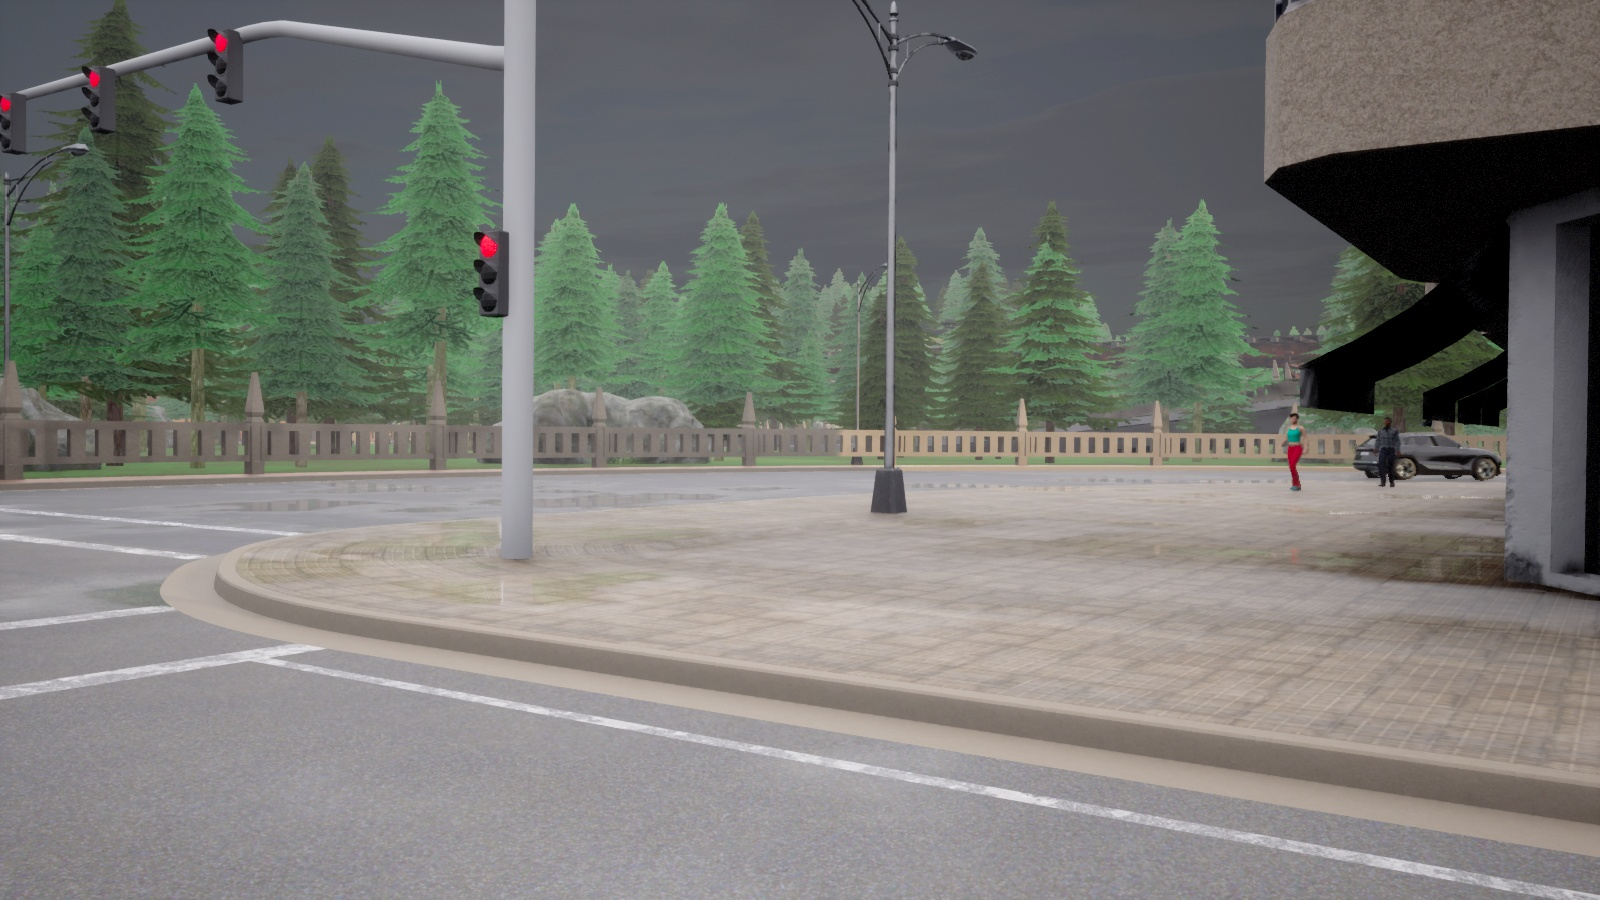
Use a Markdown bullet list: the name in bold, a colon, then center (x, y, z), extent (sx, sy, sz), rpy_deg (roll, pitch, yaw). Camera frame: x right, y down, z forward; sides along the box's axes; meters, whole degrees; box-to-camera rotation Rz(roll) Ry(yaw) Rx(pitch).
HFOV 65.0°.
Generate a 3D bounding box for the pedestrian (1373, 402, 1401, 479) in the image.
- **pedestrian**: center (14.978, -0.246, 32.036), extent (0.423, 1.949, 0.788), rpy_deg (0, 1, 45)

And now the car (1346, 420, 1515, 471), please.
- **car**: center (21.577, -0.177, 43.063), extent (4.856, 1.649, 2.033), rpy_deg (-1, 1, -7)

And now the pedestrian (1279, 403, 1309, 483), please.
- **pedestrian**: center (11.489, -0.173, 29.193), extent (0.594, 1.836, 0.345), rpy_deg (-1, 1, -28)
